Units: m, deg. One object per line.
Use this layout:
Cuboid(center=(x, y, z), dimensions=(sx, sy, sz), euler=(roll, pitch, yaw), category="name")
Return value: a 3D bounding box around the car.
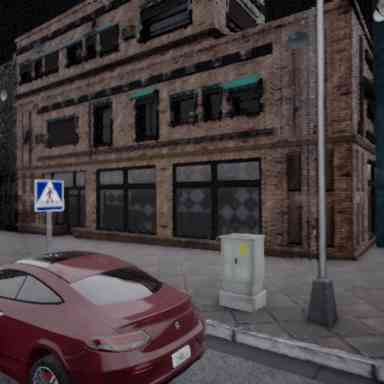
Cuboid(center=(-1.995, 1.611, 4.791), dimensions=(4.674, 1.442, 1.812), euler=(-2, -1, 35), category="car")
